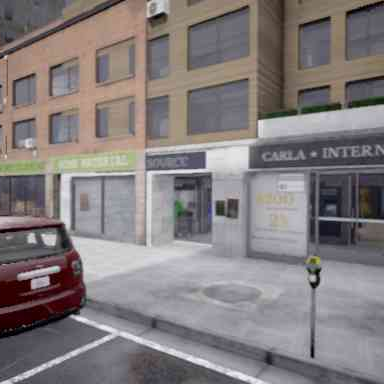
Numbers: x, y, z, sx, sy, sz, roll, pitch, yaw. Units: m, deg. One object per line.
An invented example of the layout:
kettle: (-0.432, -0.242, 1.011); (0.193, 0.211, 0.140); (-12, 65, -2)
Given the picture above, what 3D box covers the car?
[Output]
car: (-4.011, 1.321, 5.925); (5.009, 1.841, 2.192); (0, 0, 35)
